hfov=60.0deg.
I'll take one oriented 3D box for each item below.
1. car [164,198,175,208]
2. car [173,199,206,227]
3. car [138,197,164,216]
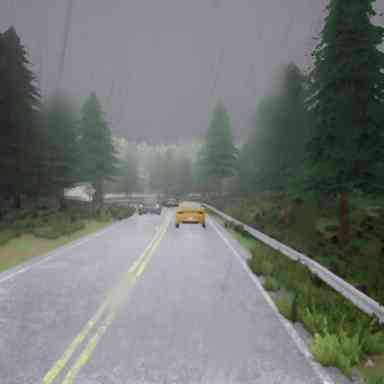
[{"bbox_3d":[-3.200,1.487,46.491,1.994,1.385,4.181,-2,1,-21],"label":"car"},{"bbox_3d":[-0.146,1.447,22.583,1.882,1.535,5.008,0,0,-2],"label":"car"},{"bbox_3d":[-4.007,1.312,31.981,2.097,1.767,4.553,0,0,-4],"label":"car"}]
